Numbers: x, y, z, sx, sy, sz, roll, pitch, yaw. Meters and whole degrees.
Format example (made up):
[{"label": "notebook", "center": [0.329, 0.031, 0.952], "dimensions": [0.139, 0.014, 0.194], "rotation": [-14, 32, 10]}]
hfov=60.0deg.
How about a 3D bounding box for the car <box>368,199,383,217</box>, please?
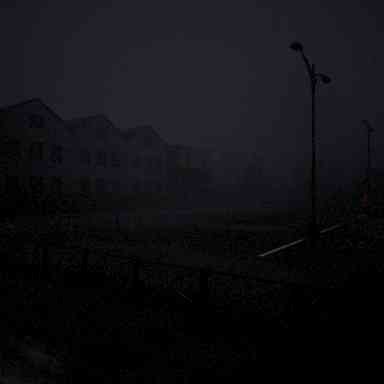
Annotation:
[{"label": "car", "center": [15.494, 1.298, 26.768], "dimensions": [2.007, 1.523, 4.514], "rotation": [0, 0, 35]}]
